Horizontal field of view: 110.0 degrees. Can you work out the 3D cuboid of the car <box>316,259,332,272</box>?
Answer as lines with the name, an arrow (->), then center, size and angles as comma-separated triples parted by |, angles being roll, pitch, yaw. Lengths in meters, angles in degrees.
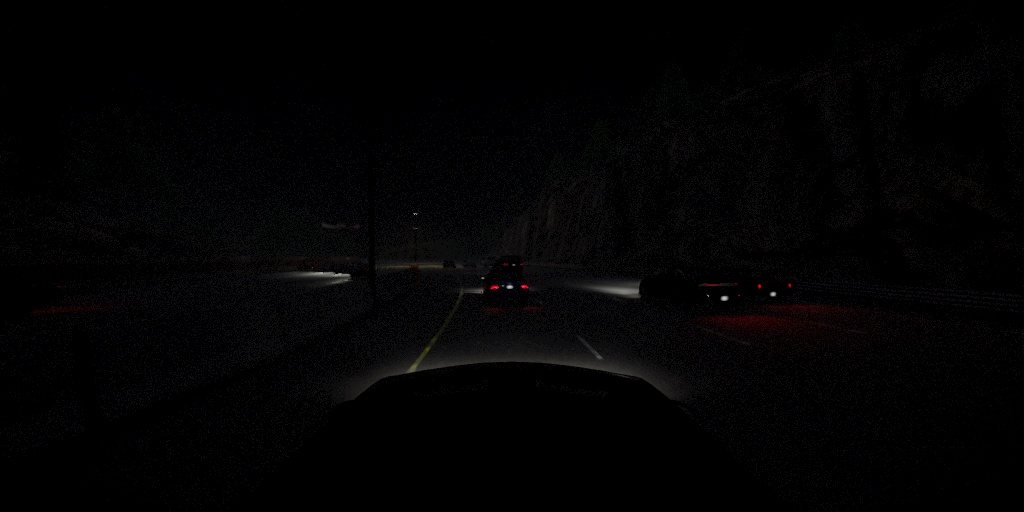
car -> -26.372, 1.549, 52.233 | 2.128, 1.511, 4.902 | -1, 0, -15

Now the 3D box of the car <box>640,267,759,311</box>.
car -> 6.720, 1.162, 14.080 | 2.128, 1.511, 4.902 | -1, 0, -5

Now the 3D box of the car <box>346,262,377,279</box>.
car -> -14.697, 1.398, 35.667 | 1.882, 1.535, 5.008 | -1, 0, -13

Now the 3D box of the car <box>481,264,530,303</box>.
car -> -0.393, 1.301, 16.888 | 2.033, 1.411, 5.357 | -1, 0, -7

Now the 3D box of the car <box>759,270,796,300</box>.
car -> 10.163, 1.231, 16.455 | 1.895, 1.301, 4.718 | -1, 0, -6

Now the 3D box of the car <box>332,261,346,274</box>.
car -> -20.791, 1.554, 45.109 | 1.994, 1.385, 4.181 | -1, 0, -15

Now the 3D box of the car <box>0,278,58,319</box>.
car -> -17.951, 1.561, 11.066 | 1.895, 1.301, 4.718 | -1, 0, -4

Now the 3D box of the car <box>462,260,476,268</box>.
car -> -7.576, 1.361, 63.643 | 1.812, 1.442, 4.674 | -1, 0, -15

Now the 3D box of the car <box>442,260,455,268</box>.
car -> -11.110, 1.402, 63.229 | 1.812, 1.442, 4.674 | -1, 0, -15

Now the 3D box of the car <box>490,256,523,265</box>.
car -> -0.437, 0.974, 37.254 | 2.150, 2.045, 5.566 | 0, 0, -13

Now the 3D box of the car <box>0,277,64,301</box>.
car -> -21.805, 1.569, 14.904 | 1.994, 1.385, 4.181 | -1, 0, -6

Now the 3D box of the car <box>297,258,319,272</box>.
car -> -30.553, 1.326, 54.275 | 2.150, 2.045, 5.566 | -1, 0, -15

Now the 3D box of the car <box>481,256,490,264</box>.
car -> -4.035, 1.015, 63.829 | 2.150, 2.045, 5.566 | -1, 0, -15
